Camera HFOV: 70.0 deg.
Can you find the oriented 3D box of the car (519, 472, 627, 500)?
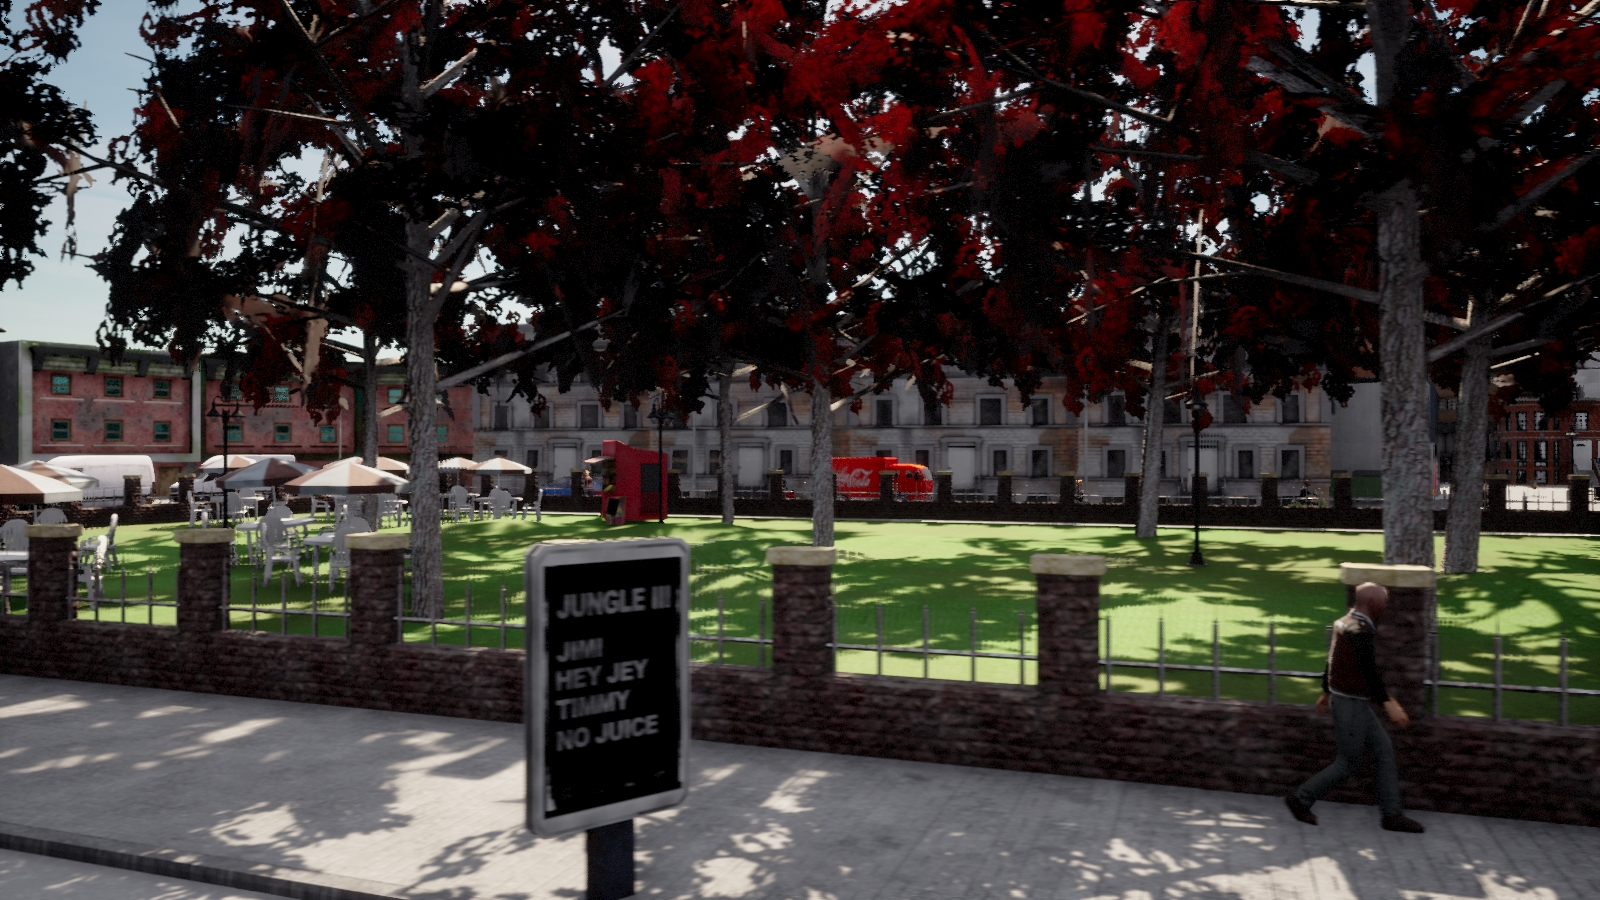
[{"bbox_3d":[-12.045,1.886,60.604,5.357,1.411,2.033,0,0,20],"label":"car"}]

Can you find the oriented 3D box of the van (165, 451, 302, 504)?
[{"bbox_3d":[-28.674,1.316,57.993,1.988,2.561,5.915,0,0,41],"label":"van"}]

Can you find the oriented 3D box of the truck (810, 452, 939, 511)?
[{"bbox_3d":[3.315,1.348,50.797,5.204,2.467,2.627,0,0,20],"label":"truck"}]

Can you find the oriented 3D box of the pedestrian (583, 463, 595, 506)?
[{"bbox_3d":[-9.285,1.525,50.320,0.375,1.860,0.375,0,0,21],"label":"pedestrian"}]

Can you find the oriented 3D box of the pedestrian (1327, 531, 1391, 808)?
[{"bbox_3d":[3.943,1.523,8.073,0.375,1.860,0.375,0,0,20],"label":"pedestrian"}]

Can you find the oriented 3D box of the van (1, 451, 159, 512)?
[{"bbox_3d":[-31.818,1.314,50.745,1.988,2.561,5.915,0,0,21],"label":"van"}]
